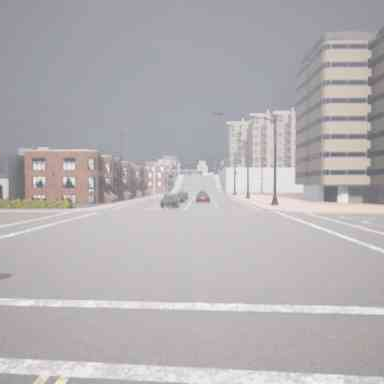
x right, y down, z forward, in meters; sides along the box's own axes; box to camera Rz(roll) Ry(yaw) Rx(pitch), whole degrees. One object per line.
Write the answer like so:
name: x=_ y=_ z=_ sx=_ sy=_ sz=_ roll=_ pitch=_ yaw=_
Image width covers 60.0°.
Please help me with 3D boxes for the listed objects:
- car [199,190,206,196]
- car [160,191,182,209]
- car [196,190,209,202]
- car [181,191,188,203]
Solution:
car: x=2.521 y=0.237 z=80.830 sx=1.812 sy=1.442 sz=4.674 roll=0 pitch=1 yaw=2
car: x=-2.457 y=1.028 z=37.189 sx=1.837 sy=1.490 sz=4.892 roll=0 pitch=1 yaw=2
car: x=1.706 y=0.811 z=51.958 sx=1.994 sy=1.385 sz=4.181 roll=0 pitch=1 yaw=2
car: x=-2.096 y=0.883 z=48.253 sx=1.994 sy=1.385 sz=4.181 roll=0 pitch=1 yaw=2
